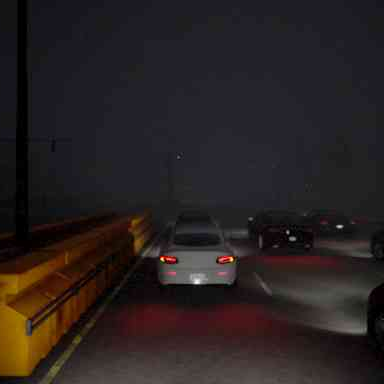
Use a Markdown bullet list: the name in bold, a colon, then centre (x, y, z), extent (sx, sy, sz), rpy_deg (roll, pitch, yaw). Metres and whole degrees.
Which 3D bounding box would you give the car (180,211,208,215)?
- **car**: centre (0.100, 1.669, 18.093), extent (1.895, 1.301, 4.718), rpy_deg (0, 0, 0)

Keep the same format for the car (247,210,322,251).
- **car**: centre (3.600, 1.532, 14.364), extent (1.882, 1.535, 5.008), rpy_deg (0, 0, 0)

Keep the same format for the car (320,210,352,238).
- **car**: centre (7.100, 1.632, 17.976), extent (1.994, 1.385, 4.181), rpy_deg (0, 0, 0)

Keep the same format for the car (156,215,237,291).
- **car**: centre (0.100, 1.560, 8.973), extent (1.812, 1.442, 4.674), rpy_deg (0, 0, 0)

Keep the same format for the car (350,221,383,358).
- **car**: centre (3.598, 1.364, 3.002), extent (2.097, 1.767, 4.553), rpy_deg (0, 0, 0)
